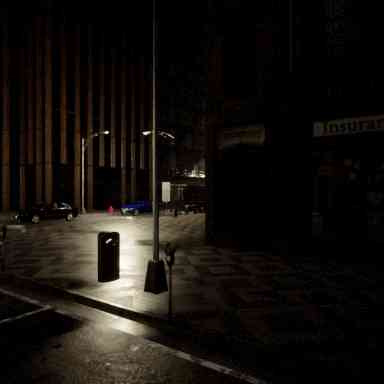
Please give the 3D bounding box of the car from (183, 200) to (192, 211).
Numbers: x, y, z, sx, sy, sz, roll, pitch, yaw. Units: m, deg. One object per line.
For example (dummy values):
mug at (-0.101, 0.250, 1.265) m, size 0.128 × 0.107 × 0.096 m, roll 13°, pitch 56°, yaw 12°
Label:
car at (0.764, 1.628, 42.663) m, size 2.128 × 1.511 × 4.902 m, roll 0°, pitch 0°, yaw 35°

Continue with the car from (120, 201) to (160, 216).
car at (-5.251, 1.626, 34.184) m, size 1.812 × 1.442 × 4.674 m, roll 0°, pitch 0°, yaw 36°

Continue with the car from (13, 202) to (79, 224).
car at (-11.184, 1.568, 25.791) m, size 1.837 × 1.490 × 4.892 m, roll 0°, pitch 0°, yaw 35°

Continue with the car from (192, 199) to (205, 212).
car at (2.556, 1.615, 39.677) m, size 2.128 × 1.511 × 4.902 m, roll 0°, pitch 0°, yaw 35°
